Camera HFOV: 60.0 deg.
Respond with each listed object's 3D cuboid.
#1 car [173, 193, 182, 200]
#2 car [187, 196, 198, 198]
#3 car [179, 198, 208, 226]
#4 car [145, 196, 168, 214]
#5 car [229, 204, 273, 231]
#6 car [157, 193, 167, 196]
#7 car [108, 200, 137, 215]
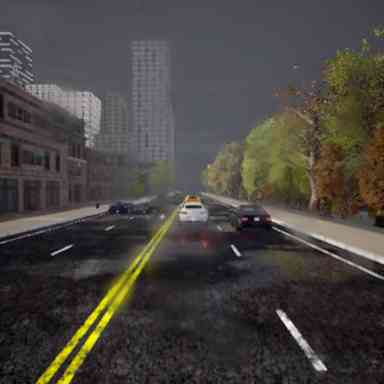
[{"bbox_3d":[-3.255,0.952,75.220,1.812,1.442,4.674,0,0,0],"label":"car"},{"bbox_3d":[0.098,1.235,43.608,1.882,1.535,5.008,0,0,0],"label":"car"},{"bbox_3d":[0.098,1.402,22.394,1.812,1.442,4.674,0,1,0],"label":"car"},{"bbox_3d":[-3.343,1.366,32.655,2.033,1.411,5.357,0,0,0],"label":"car"},{"bbox_3d":[3.347,1.439,19.670,2.033,1.411,5.357,0,0,0],"label":"car"},{"bbox_3d":[-6.505,1.002,73.416,1.837,1.490,4.892,0,0,0],"label":"car"},{"bbox_3d":[-6.594,1.425,31.792,1.895,1.301,4.718,0,0,0],"label":"car"}]
